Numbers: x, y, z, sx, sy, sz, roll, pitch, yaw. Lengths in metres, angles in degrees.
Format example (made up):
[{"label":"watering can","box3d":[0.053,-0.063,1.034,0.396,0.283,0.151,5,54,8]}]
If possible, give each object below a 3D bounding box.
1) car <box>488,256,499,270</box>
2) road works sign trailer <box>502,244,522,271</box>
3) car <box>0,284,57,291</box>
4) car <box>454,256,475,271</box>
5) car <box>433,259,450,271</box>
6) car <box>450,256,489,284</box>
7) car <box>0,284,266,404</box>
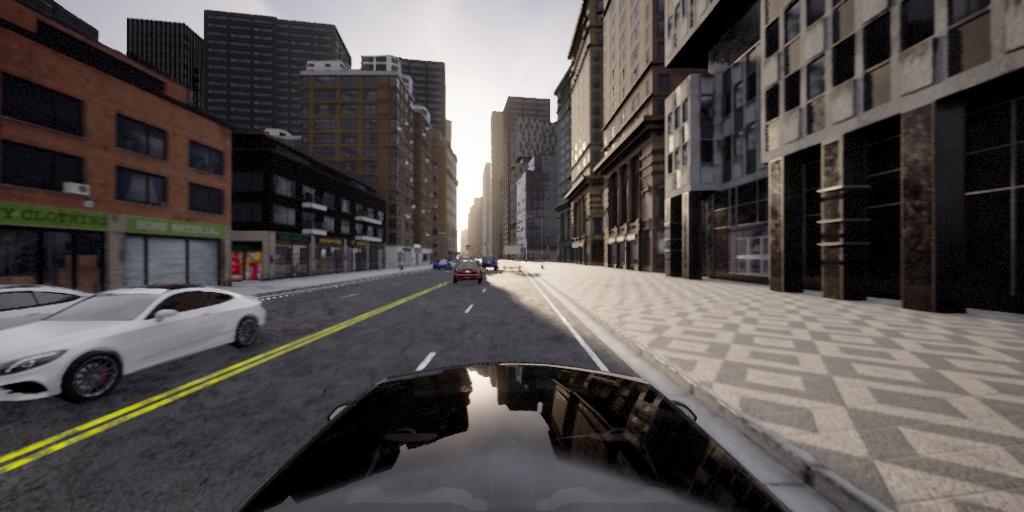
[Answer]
[{"label":"car","box3d":[-3.143,0.978,51.514,2.150,2.045,5.566,0,0,0]},{"label":"road works sign trailer","box3d":[0.022,0.221,47.974,2.380,3.560,2.880,0,0,0]},{"label":"car","box3d":[-9.849,1.277,6.466,1.812,1.442,4.674,0,0,0]},{"label":"car","box3d":[-6.553,0.979,50.424,2.150,2.045,5.566,0,0,0]},{"label":"car","box3d":[-9.804,1.235,50.391,1.882,1.535,5.008,0,0,0]},{"label":"car","box3d":[-3.146,1.106,27.476,2.097,1.767,4.553,0,0,0]},{"label":"car","box3d":[-6.599,1.277,6.468,1.812,1.442,4.674,0,0,0]}]
